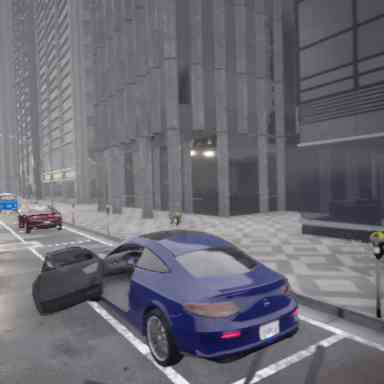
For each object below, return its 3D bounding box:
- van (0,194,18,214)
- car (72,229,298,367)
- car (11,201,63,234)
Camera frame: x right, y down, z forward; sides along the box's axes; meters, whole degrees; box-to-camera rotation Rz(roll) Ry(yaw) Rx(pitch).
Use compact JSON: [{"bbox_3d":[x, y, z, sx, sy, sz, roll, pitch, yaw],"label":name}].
[{"bbox_3d":[-17.752,1.063,31.902,1.690,1.788,3.998,-3,2,-34],"label":"van"},{"bbox_3d":[-0.426,1.378,5.643,1.812,1.442,4.674,-3,2,-34],"label":"car"},{"bbox_3d":[-8.247,1.327,17.903,1.887,1.381,4.507,-3,2,-34],"label":"car"}]
